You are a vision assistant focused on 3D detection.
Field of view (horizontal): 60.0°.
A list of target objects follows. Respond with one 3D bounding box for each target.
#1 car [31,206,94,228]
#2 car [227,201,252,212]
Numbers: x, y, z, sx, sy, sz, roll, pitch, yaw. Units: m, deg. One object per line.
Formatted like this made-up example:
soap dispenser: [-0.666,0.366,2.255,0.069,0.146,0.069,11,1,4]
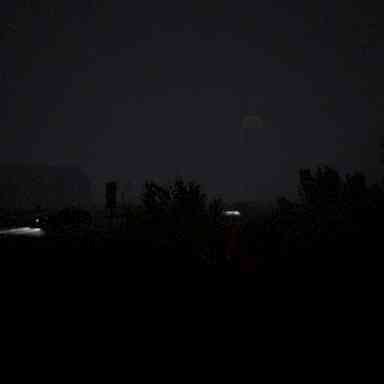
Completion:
car: [-9.058,1.708,23.498,1.994,1.385,4.181,0,0,33]
car: [6.525,1.959,45.758,1.994,1.385,4.181,0,0,37]
